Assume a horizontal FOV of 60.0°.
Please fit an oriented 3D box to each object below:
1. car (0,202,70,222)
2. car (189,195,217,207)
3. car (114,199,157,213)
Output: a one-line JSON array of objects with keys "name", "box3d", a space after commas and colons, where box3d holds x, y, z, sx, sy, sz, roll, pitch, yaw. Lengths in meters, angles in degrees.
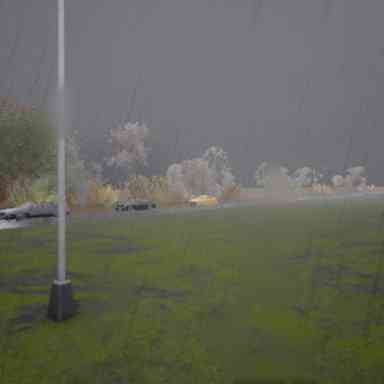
[{"name": "car", "box3d": [-12.555, 1.509, 26.765, 2.033, 1.411, 5.357, 0, 1, 36]}, {"name": "car", "box3d": [1.592, 1.232, 45.997, 1.882, 1.535, 5.008, 0, 1, 36]}, {"name": "car", "box3d": [-6.041, 1.470, 35.635, 1.895, 1.301, 4.718, 0, 1, 36]}]
